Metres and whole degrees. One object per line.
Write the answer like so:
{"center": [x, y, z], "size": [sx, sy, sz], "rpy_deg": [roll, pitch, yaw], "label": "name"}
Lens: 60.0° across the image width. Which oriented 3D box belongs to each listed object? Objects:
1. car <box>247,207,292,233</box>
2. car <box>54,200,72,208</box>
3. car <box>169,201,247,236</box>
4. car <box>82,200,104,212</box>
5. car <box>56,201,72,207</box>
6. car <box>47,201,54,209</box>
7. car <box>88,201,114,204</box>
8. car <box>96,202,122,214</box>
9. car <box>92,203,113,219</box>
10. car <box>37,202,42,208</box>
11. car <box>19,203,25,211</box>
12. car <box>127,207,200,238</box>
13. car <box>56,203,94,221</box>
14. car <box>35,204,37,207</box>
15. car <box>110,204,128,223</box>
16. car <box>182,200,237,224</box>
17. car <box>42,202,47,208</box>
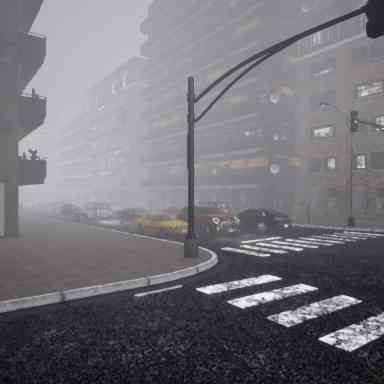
{"center": [4.134, 1.761, 21.579], "size": [1.837, 1.490, 4.892], "rpy_deg": [0, -1, -36], "label": "car"}
{"center": [-25.220, 2.524, 66.246], "size": [2.192, 1.841, 5.009], "rpy_deg": [-1, 0, -36], "label": "car"}
{"center": [0.885, 1.635, 20.617], "size": [2.097, 1.767, 4.553], "rpy_deg": [0, -1, -36], "label": "car"}
{"center": [-16.451, 2.307, 54.996], "size": [2.097, 1.767, 4.553], "rpy_deg": [0, -1, -36], "label": "car"}
{"center": [-16.164, 2.333, 44.110], "size": [1.812, 1.442, 4.674], "rpy_deg": [0, -1, -36], "label": "car"}
{"center": [-28.552, 2.623, 70.827], "size": [2.192, 1.841, 5.009], "rpy_deg": [-1, 0, -36], "label": "car"}
{"center": [-12.477, 2.118, 44.412], "size": [2.097, 1.767, 4.553], "rpy_deg": [0, -1, -36], "label": "car"}
{"center": [-12.431, 2.290, 49.534], "size": [1.801, 1.575, 5.366], "rpy_deg": [0, -1, -36], "label": "car"}
{"center": [-10.293, 2.228, 35.982], "size": [1.895, 1.301, 4.718], "rpy_deg": [0, -1, -36], "label": "car"}
{"center": [-35.210, 3.050, 79.986], "size": [1.887, 1.381, 4.507], "rpy_deg": [-1, 0, -36], "label": "car"}
{"center": [-31.929, 2.770, 61.288], "size": [1.887, 1.381, 4.507], "rpy_deg": [-1, 0, -36], "label": "car"}
{"center": [-1.844, 1.833, 19.930], "size": [1.752, 1.417, 4.829], "rpy_deg": [-1, 0, -36], "label": "car"}
{"center": [-11.938, 2.163, 33.808], "size": [1.887, 1.381, 4.507], "rpy_deg": [-1, 0, -36], "label": "car"}
{"center": [-38.536, 3.168, 84.569], "size": [1.947, 1.339, 4.313], "rpy_deg": [-1, 0, -36], "label": "car"}
{"center": [-4.699, 2.003, 28.280], "size": [2.033, 1.411, 5.357], "rpy_deg": [0, -1, -36], "label": "car"}
{"center": [1.432, 1.713, 29.608], "size": [2.192, 1.841, 5.009], "rpy_deg": [-1, 0, -36], "label": "car"}
{"center": [-31.877, 2.973, 75.406], "size": [1.947, 1.339, 4.313], "rpy_deg": [-1, 0, -36], "label": "car"}
